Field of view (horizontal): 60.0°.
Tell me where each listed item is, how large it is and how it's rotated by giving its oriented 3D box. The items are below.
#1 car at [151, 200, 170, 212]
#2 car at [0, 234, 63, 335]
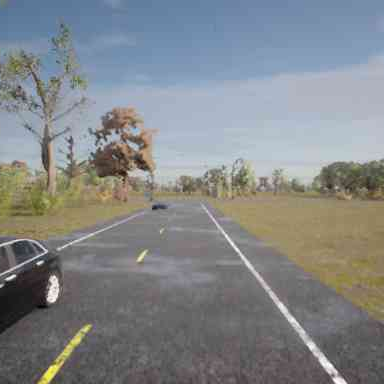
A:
[{"bbox_3d":[-3.584,1.571,38.600,1.895,1.301,4.718,0,0,0],"label":"car"},{"bbox_3d":[-3.601,1.502,5.085,1.837,1.490,4.892,0,0,0],"label":"car"}]
